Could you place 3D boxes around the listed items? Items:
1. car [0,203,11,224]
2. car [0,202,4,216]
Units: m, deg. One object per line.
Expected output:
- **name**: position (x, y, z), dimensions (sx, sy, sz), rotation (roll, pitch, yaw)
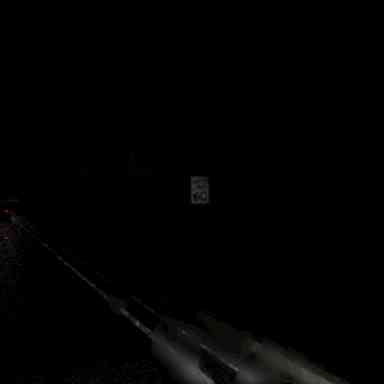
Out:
- **car**: position (-16.177, 1.699, 27.334), dimensions (2.097, 1.767, 4.553), rotation (-1, 0, -31)
- **car**: position (-23.670, 1.998, 39.590), dimensions (2.128, 1.511, 4.902), rotation (-1, 0, -31)
